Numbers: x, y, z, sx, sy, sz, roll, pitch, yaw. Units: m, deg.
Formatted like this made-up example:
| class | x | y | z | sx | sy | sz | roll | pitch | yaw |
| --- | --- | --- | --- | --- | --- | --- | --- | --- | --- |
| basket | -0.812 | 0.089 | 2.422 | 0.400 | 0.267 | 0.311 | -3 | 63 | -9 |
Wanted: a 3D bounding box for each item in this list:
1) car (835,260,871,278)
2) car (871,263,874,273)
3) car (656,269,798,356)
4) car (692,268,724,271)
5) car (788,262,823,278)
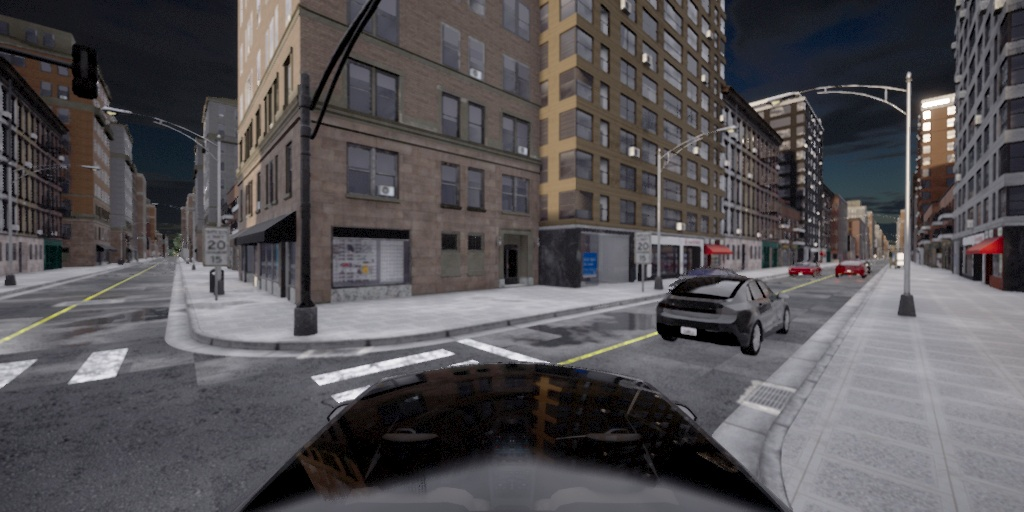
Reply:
| class | x | y | z | sx | sy | sz | roll | pitch | yaw |
| --- | --- | --- | --- | --- | --- | --- | --- | --- | --- |
| car | 30.348 | 1.125 | 32.034 | 5.008 | 1.535 | 1.882 | 0 | 0 | -43 |
| car | 37.971 | 1.126 | 39.190 | 4.902 | 1.511 | 2.128 | 0 | 0 | -42 |
| car | 5.250 | 1.230 | 8.711 | 4.892 | 1.490 | 1.837 | 0 | 0 | -43 |
| car | 8.831 | 1.238 | 15.953 | 5.357 | 1.411 | 2.033 | 0 | 0 | -43 |
| car | 26.366 | 1.236 | 32.223 | 4.718 | 1.301 | 1.895 | 0 | 0 | -43 |
